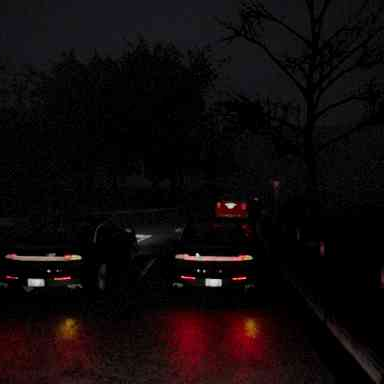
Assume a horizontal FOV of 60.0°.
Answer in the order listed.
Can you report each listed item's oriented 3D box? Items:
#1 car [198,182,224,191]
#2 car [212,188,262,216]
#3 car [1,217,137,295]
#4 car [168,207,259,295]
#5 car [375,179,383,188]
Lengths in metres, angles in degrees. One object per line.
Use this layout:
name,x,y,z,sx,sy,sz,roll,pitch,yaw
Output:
car,2.869,-0.827,51.993,1.882,1.535,5.008,-2,4,-36
car,3.166,0.778,21.837,2.097,1.767,4.553,1,3,23
car,-2.714,1.389,8.497,2.128,1.511,4.902,0,1,3
car,0.534,1.395,8.506,2.128,1.511,4.902,0,1,3
car,34.920,-1.571,59.541,2.185,1.767,4.553,-1,4,-15
